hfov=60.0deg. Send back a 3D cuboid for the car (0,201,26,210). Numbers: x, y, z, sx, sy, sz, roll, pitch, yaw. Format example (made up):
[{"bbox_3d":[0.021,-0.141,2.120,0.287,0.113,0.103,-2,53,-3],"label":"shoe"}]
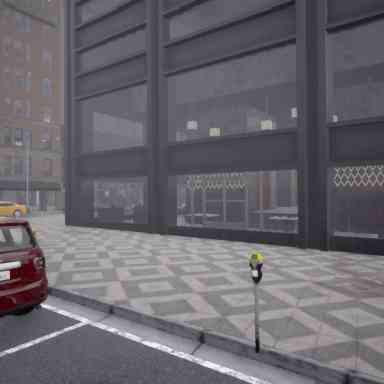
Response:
[{"bbox_3d":[-18.234,1.641,31.175,1.882,1.535,5.008,-1,-1,36],"label":"car"}]

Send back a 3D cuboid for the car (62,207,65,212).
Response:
[{"bbox_3d":[-12.461,1.794,39.157,2.033,1.411,5.357,-1,-1,35],"label":"car"}]

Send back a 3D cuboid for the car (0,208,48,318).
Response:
[{"bbox_3d":[-4.743,1.317,6.248,5.009,1.841,2.192,0,-1,36],"label":"car"}]
